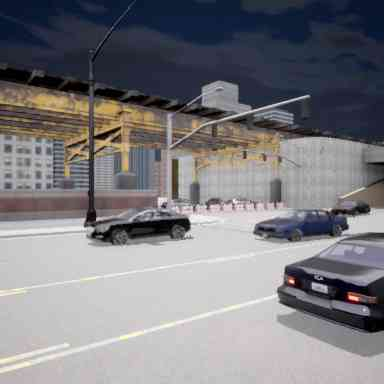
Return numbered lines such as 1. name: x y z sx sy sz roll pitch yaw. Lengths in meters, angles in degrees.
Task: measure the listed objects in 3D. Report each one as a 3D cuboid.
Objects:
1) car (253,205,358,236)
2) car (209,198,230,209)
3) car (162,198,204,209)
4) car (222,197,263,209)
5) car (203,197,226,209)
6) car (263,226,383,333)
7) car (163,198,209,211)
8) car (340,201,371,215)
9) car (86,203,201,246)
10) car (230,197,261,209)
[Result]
1. car: 5.485 1.549 16.262 5.357 1.411 2.033 0 0 -33
2. car: 2.796 1.453 40.472 2.038 1.542 4.974 0 0 18
3. car: -1.001 1.295 37.795 4.536 1.218 1.853 0 0 8
4. car: 6.708 1.453 44.231 4.974 1.542 2.038 0 0 -7
5. car: 2.812 1.295 40.521 1.853 1.218 4.536 0 0 18
6. car: 4.050 1.547 6.664 5.357 1.411 2.033 0 0 -35
7. car: -0.949 1.453 37.788 4.974 1.542 2.038 0 0 8
8. car: 15.411 1.548 32.011 5.357 1.411 2.033 0 0 -43
9. car: -2.287 1.491 15.267 4.902 1.511 2.128 0 0 -36
10. car: 6.656 1.295 44.224 4.536 1.218 1.853 0 0 -7
